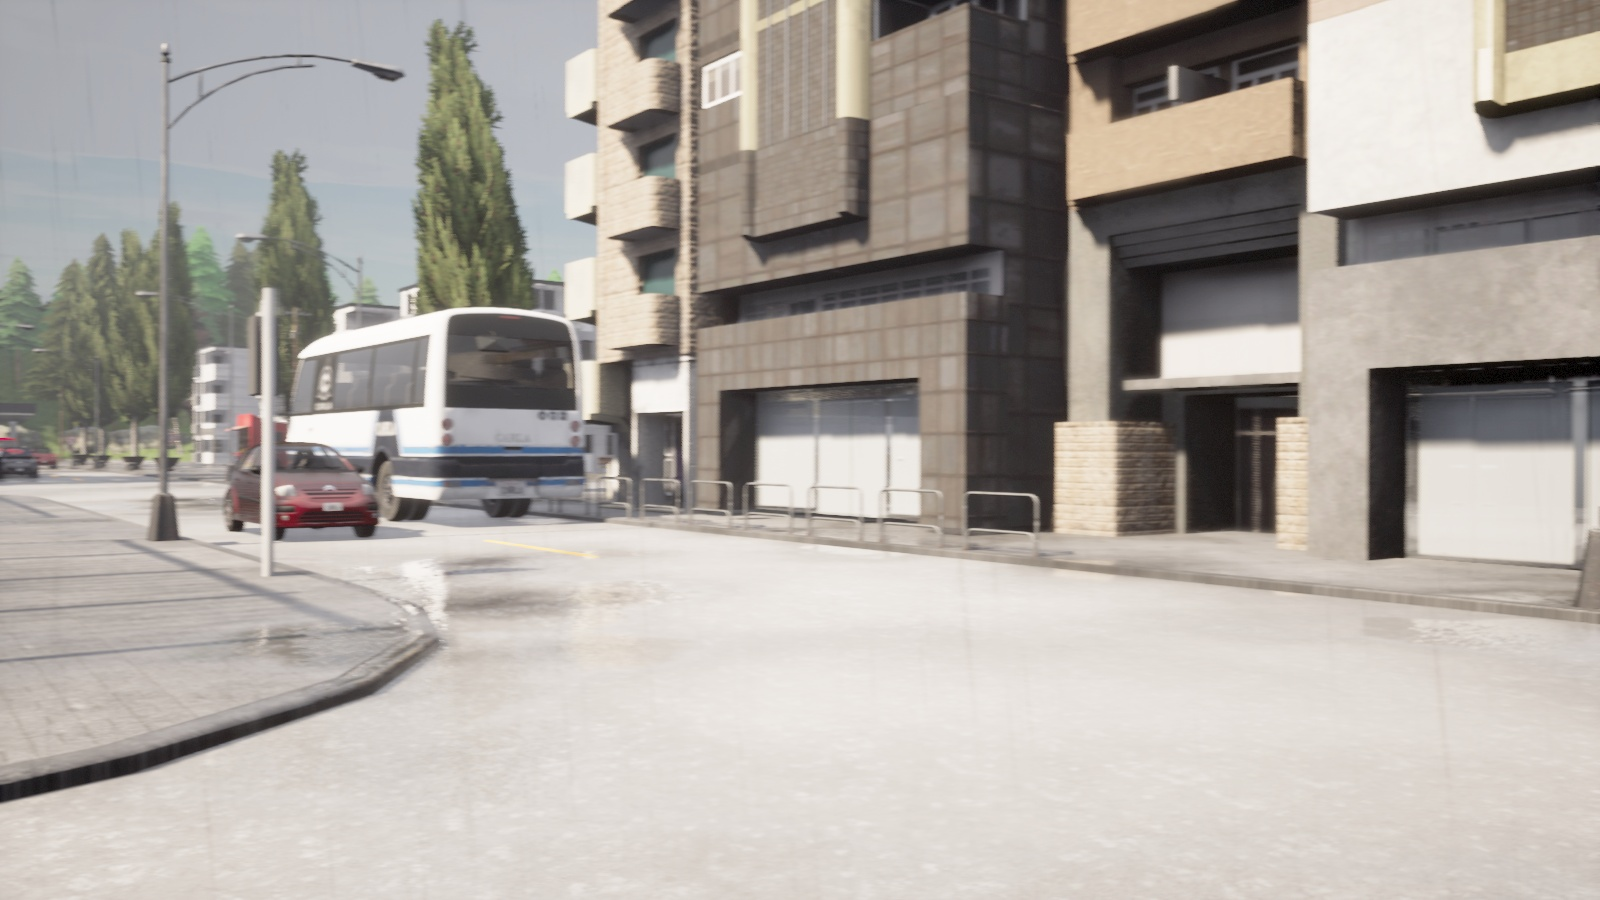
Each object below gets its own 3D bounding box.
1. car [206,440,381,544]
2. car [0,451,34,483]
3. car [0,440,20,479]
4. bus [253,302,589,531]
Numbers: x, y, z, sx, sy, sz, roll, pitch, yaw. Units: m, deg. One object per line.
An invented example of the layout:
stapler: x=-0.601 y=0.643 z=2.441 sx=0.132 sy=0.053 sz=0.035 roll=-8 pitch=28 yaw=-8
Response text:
car: x=-8.814 y=0.649 z=21.672 sx=1.851 sy=1.617 sz=3.988 roll=0 pitch=0 yaw=-37
car: x=-38.333 y=0.785 z=60.797 sx=1.845 sy=1.501 sz=3.633 roll=0 pitch=0 yaw=-36
car: x=-43.885 y=0.494 z=68.129 sx=2.150 sy=2.045 sz=5.566 roll=0 pitch=0 yaw=-37
bus: x=-9.019 y=-0.625 z=28.590 sx=3.944 sy=4.253 sz=10.273 roll=0 pitch=0 yaw=-38
